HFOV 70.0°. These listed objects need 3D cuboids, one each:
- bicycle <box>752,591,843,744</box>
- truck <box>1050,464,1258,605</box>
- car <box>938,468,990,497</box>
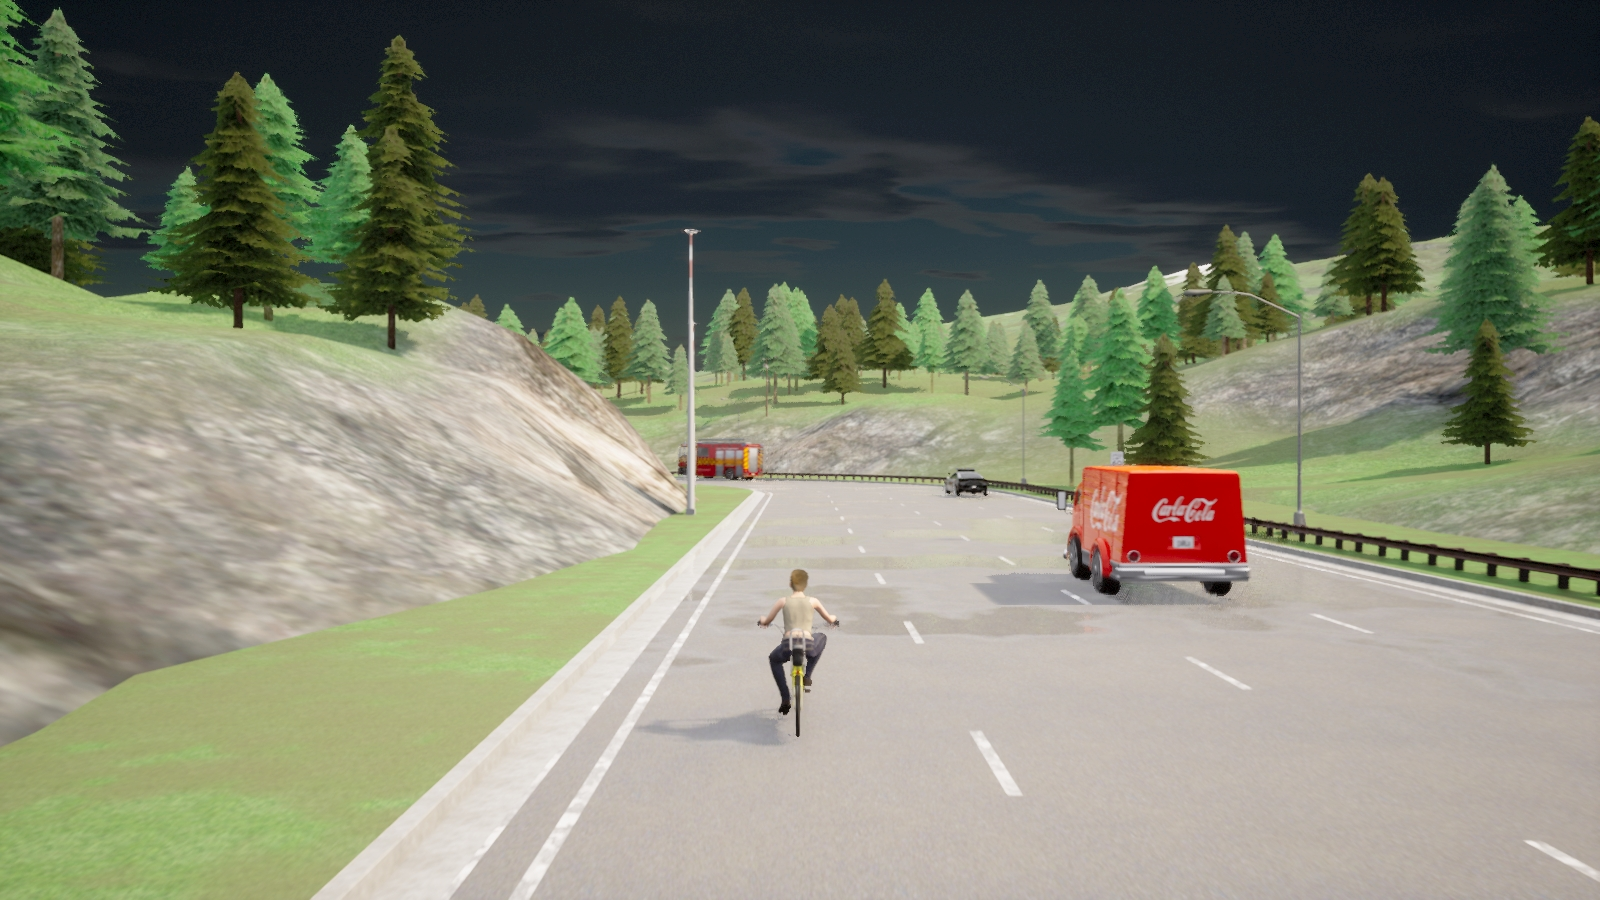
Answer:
[{"bbox_3d":[-0.019,2.158,11.599,0.859,1.276,1.487,0,0,0],"label":"bicycle"},{"bbox_3d":[6.991,1.570,23.339,2.627,2.467,5.204,0,0,0],"label":"truck"},{"bbox_3d":[10.037,1.982,70.212,2.097,1.638,5.238,0,0,-4],"label":"car"}]
